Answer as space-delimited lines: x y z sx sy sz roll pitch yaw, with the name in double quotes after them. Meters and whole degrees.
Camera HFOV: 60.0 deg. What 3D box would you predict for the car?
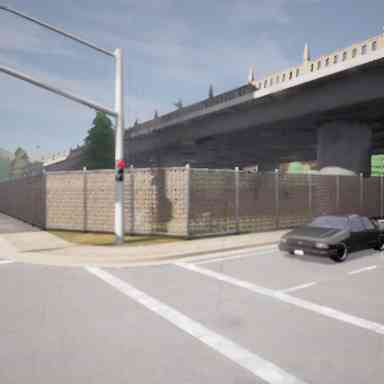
5.469 1.508 12.210 5.357 1.411 2.033 0 0 -39 "car"
